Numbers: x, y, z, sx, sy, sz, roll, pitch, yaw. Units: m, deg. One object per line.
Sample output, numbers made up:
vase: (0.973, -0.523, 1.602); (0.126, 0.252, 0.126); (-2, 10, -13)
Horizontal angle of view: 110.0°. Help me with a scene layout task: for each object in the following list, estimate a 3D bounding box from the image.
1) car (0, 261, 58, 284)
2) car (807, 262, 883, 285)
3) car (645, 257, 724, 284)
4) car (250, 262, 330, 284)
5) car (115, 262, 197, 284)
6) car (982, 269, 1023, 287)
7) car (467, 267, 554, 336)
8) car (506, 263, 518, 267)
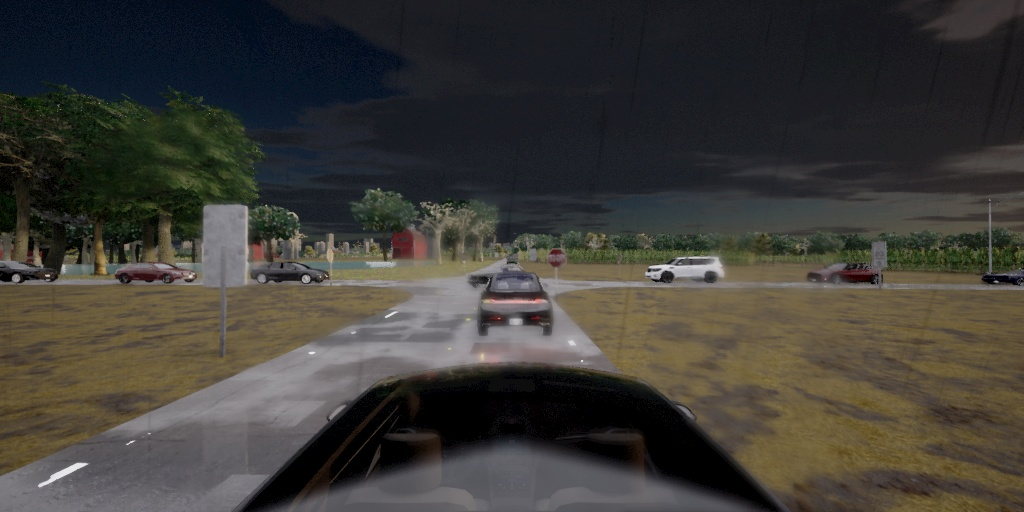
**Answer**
car: (-34.631, 1.085, 24.808); (5.008, 1.535, 1.882); (0, -1, 0)
car: (25.647, 1.308, 27.769); (4.553, 1.767, 2.097); (1, -1, 0)
car: (13.332, 1.080, 27.793); (5.566, 2.045, 2.150); (0, -1, 1)
car: (-15.287, 1.163, 24.859); (4.892, 1.490, 1.837); (0, -1, -2)
car: (-24.574, 1.151, 24.801); (4.674, 1.442, 1.812); (0, -1, 0)
car: (39.679, 1.683, 27.742); (4.718, 1.301, 1.895); (1, -1, 0)
car: (0.059, 1.243, 10.360); (2.128, 1.511, 4.902); (0, 0, -1)
car: (-0.591, 1.329, 22.316); (1.895, 1.301, 4.718); (0, 1, 38)
